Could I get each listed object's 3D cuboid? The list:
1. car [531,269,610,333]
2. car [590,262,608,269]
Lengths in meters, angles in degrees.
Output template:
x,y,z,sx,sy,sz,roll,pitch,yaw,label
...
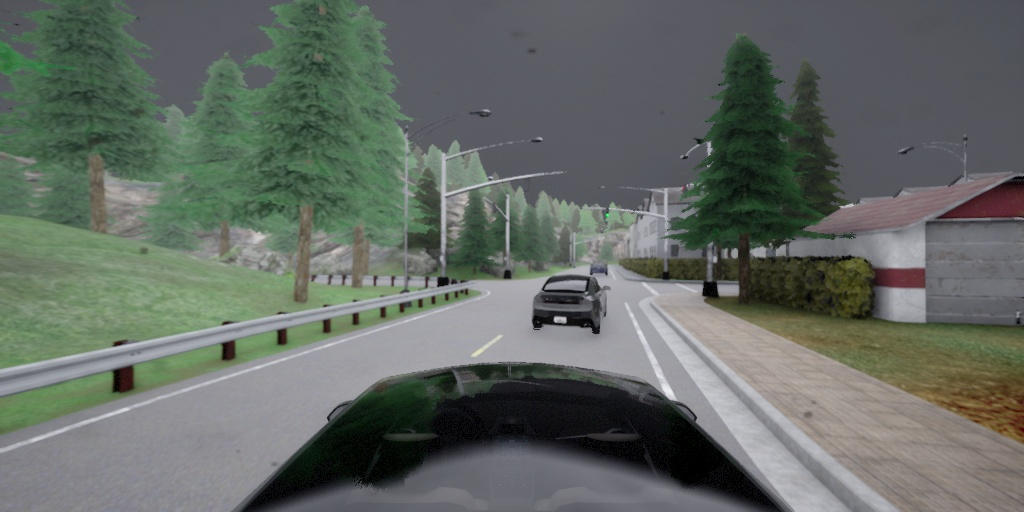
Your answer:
x,y,z,sx,sy,sz,roll,pitch,yaw,label
1.929,1.337,11.238,1.837,1.490,4.892,0,0,17,car
10.715,1.467,44.179,2.097,1.767,4.553,0,-1,14,car
